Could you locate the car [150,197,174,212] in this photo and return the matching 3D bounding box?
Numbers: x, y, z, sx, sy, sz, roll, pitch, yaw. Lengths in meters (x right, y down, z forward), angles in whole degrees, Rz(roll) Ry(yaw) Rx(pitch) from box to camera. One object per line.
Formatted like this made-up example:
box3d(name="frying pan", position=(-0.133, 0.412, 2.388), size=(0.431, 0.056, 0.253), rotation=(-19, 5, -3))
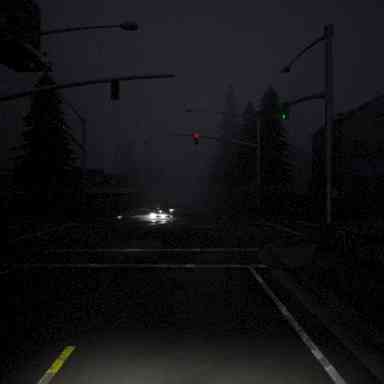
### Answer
box3d(name="car", position=(-3.618, 1.491, 38.108), size=(2.128, 1.511, 4.902), rotation=(0, 0, 0))
